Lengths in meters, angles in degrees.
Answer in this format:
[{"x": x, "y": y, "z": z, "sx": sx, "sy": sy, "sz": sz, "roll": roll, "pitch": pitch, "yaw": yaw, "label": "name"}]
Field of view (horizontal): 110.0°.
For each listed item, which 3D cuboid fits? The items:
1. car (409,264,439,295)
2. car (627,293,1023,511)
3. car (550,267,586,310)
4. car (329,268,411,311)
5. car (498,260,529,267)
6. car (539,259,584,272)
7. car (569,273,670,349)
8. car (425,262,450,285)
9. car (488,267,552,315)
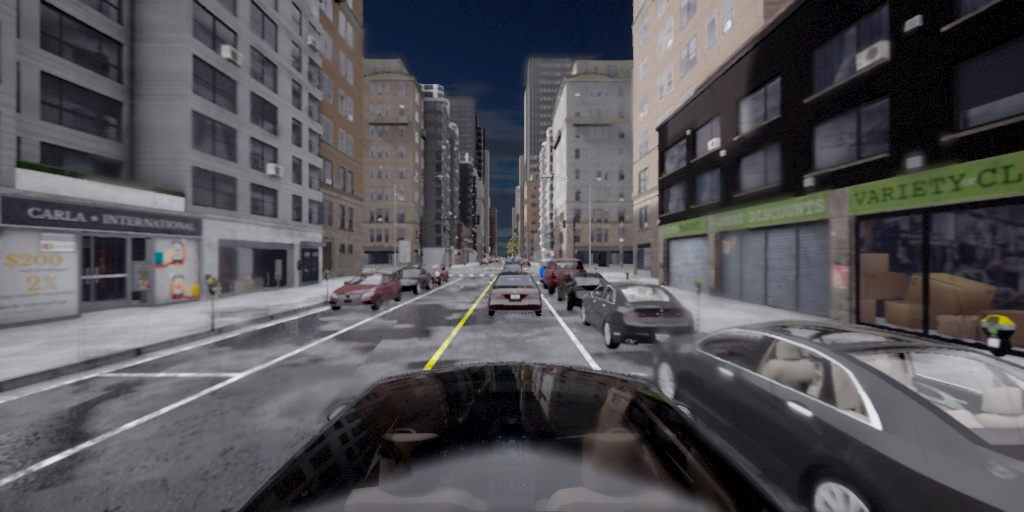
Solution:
[{"x": -5.670, "y": 1.316, "z": 20.001, "sx": 1.948, "sy": 1.339, "sz": 4.313, "roll": 0, "pitch": 0, "yaw": 0, "label": "car"}, {"x": 2.857, "y": 1.301, "z": 3.438, "sx": 2.007, "sy": 1.370, "sz": 4.403, "roll": 0, "pitch": 0, "yaw": 0, "label": "car"}, {"x": 2.856, "y": 1.316, "z": 14.485, "sx": 1.948, "sy": 1.339, "sz": 4.313, "roll": 0, "pitch": 0, "yaw": 0, "label": "car"}, {"x": -5.670, "y": 1.332, "z": 14.476, "sx": 1.802, "sy": 1.307, "sz": 4.207, "roll": 0, "pitch": 0, "yaw": 0, "label": "car"}, {"x": 0.100, "y": 1.299, "z": 30.685, "sx": 2.033, "sy": 1.411, "sz": 5.357, "roll": 0, "pitch": 0, "yaw": 0, "label": "car"}, {"x": 2.856, "y": 1.065, "z": 20.009, "sx": 2.192, "sy": 1.841, "sz": 5.009, "roll": 0, "pitch": 0, "yaw": 0, "label": "car"}, {"x": 2.857, "y": 1.301, "z": 8.961, "sx": 2.007, "sy": 1.370, "sz": 4.403, "roll": 0, "pitch": 0, "yaw": 0, "label": "car"}, {"x": -5.671, "y": 1.191, "z": 25.526, "sx": 1.967, "sy": 1.591, "sz": 4.097, "roll": 0, "pitch": 0, "yaw": 0, "label": "car"}, {"x": 0.099, "y": 1.297, "z": 13.479, "sx": 2.033, "sy": 1.411, "sz": 5.357, "roll": 0, "pitch": 0, "yaw": 0, "label": "car"}]
